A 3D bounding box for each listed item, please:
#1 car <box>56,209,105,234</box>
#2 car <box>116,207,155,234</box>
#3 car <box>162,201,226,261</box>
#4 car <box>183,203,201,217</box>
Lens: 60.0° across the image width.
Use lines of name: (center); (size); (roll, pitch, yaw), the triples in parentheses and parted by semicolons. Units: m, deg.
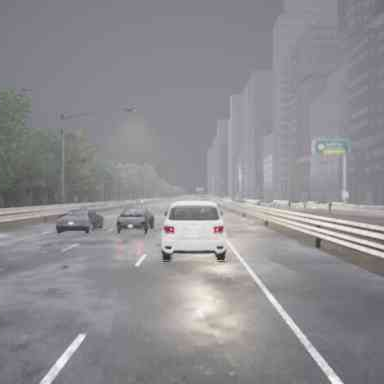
car: (-6.946, 1.783, 21.081); (1.994, 1.385, 4.181); (0, -1, 0)
car: (-3.446, 1.710, 20.965); (2.128, 1.511, 4.902); (0, -1, 0)
car: (0.065, 1.357, 12.982); (2.150, 2.045, 5.566); (0, 0, 0)
car: (0.022, 1.994, 37.411); (1.895, 1.301, 4.718); (0, -1, 0)
